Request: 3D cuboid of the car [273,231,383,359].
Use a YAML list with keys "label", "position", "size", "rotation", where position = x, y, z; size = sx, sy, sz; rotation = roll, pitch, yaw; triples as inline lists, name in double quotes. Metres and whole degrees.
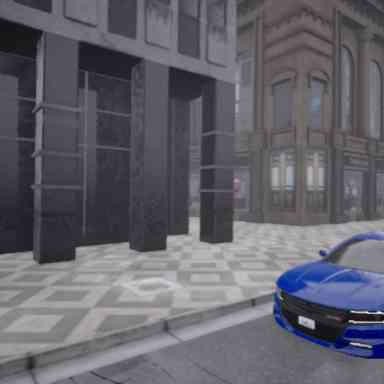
- label: "car"
  position: [3.570, 1.481, 5.924]
  size: [5.008, 1.535, 1.882]
  rotation: [0, 0, -35]
